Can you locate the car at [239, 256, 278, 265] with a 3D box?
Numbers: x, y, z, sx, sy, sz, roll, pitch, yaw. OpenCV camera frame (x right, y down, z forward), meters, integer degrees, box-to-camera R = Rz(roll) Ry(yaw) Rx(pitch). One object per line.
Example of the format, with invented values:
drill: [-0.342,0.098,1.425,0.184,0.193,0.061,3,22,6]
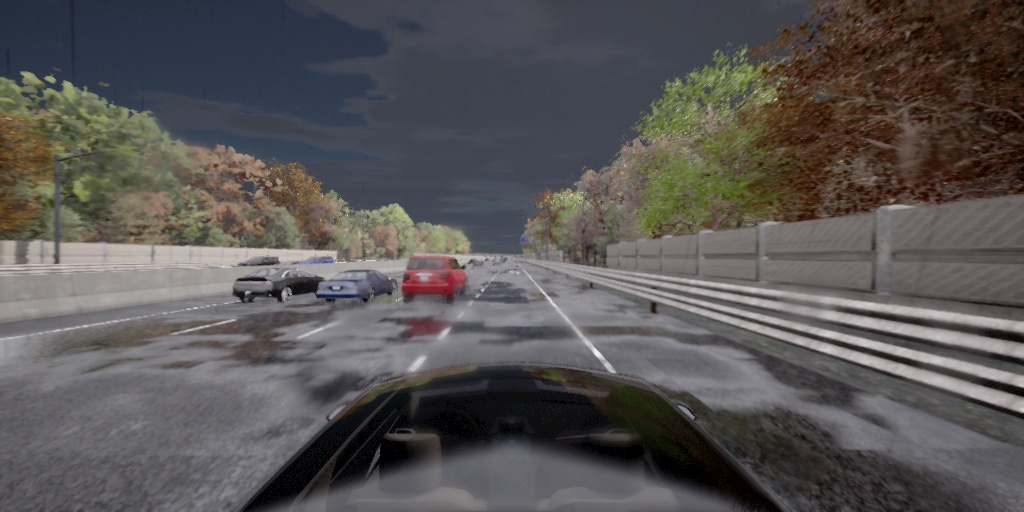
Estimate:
car: [-31.521,1.057,44.959,2.150,2.045,5.566,0,0,1]

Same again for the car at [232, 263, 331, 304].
car: [-10.493,1.273,16.677,2.128,1.511,4.902,0,0,0]

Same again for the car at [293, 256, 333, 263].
car: [-24.526,1.058,45.149,2.150,2.045,5.566,0,0,1]

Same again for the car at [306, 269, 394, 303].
car: [-6.994,1.329,16.789,2.033,1.411,5.357,0,0,0]

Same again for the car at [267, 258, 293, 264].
car: [-28.025,1.319,45.272,1.882,1.535,5.008,0,0,1]

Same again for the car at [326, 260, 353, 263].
car: [-21.032,1.442,45.194,1.895,1.301,4.718,0,0,1]

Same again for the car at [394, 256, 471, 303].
car: [-3.493,1.003,16.994,2.150,2.045,5.566,0,0,0]
